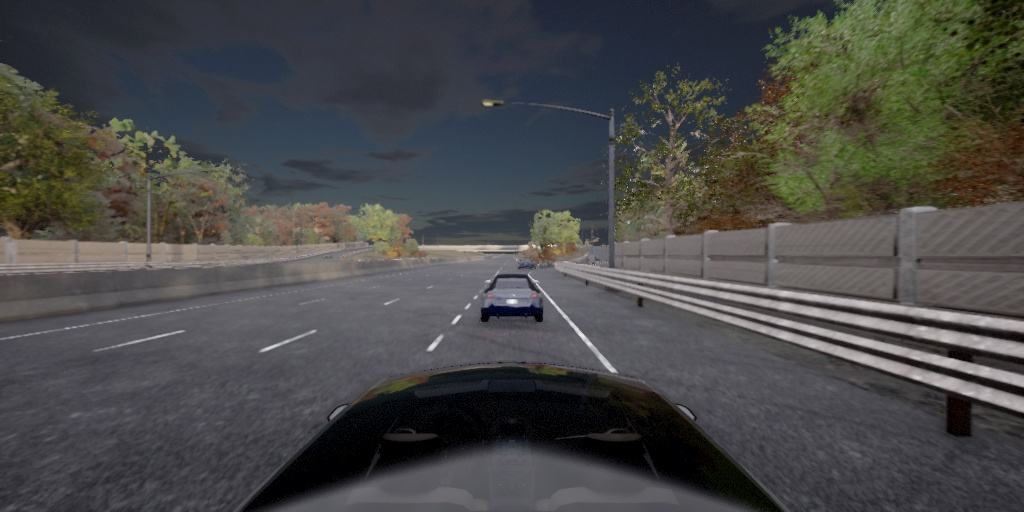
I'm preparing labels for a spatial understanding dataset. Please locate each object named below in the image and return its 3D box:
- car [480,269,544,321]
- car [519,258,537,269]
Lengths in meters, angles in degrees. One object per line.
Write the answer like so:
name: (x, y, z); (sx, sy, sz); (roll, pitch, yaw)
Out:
car: (0.003, 1.312, 12.524); (1.994, 1.385, 4.181); (0, 0, 0)
car: (2.515, 1.157, 54.947); (2.097, 1.767, 4.553); (3, 0, 14)
